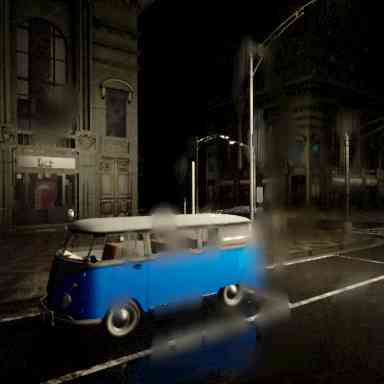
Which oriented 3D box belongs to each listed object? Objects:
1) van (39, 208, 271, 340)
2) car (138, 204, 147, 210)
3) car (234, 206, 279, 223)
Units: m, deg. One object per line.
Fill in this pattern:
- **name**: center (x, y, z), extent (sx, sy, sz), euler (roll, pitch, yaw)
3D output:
- **van**: center (-0.569, 1.341, 6.268), extent (3.998, 1.788, 1.690), euler (0, 0, -36)
- **car**: center (-7.805, 2.275, 45.630), extent (1.994, 1.385, 4.181), euler (0, -1, -36)
- **car**: center (4.751, 1.882, 28.179), extent (2.033, 1.411, 5.357), euler (0, -1, -36)
